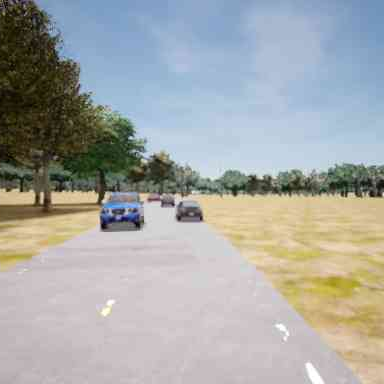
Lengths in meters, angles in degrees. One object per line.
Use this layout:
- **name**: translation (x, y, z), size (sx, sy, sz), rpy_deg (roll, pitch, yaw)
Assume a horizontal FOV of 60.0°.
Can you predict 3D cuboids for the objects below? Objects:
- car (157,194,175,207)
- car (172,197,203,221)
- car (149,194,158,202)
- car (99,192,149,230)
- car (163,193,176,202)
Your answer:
- **car**: translation (-3.306, 1.162, 45.558), size (2.128, 1.511, 4.902), rpy_deg (0, 0, -5)
- **car**: translation (-0.250, 1.310, 24.850), size (1.812, 1.442, 4.674), rpy_deg (0, 0, -6)
- **car**: translation (-7.129, 1.074, 62.455), size (1.882, 1.535, 5.008), rpy_deg (-1, 0, 1)
- **car**: translation (-4.052, 1.043, 20.066), size (2.150, 2.045, 5.566), rpy_deg (-2, -1, -5)
- **car**: translation (-4.136, 1.053, 61.166), size (1.882, 1.535, 5.008), rpy_deg (-1, 0, 1)
